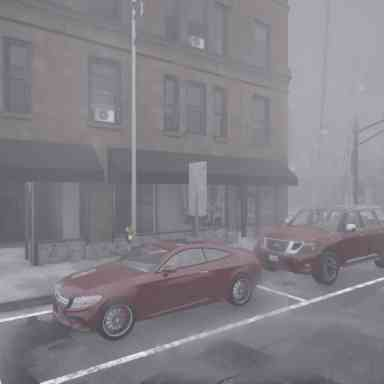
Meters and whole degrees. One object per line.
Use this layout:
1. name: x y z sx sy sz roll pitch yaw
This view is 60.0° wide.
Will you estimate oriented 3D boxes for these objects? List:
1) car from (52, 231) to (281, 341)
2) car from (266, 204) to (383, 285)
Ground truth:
1. car: -0.441 1.582 6.447 4.206 1.307 1.802 0 0 -35
2. car: 4.061 1.314 9.648 5.009 1.841 2.192 0 0 -35
